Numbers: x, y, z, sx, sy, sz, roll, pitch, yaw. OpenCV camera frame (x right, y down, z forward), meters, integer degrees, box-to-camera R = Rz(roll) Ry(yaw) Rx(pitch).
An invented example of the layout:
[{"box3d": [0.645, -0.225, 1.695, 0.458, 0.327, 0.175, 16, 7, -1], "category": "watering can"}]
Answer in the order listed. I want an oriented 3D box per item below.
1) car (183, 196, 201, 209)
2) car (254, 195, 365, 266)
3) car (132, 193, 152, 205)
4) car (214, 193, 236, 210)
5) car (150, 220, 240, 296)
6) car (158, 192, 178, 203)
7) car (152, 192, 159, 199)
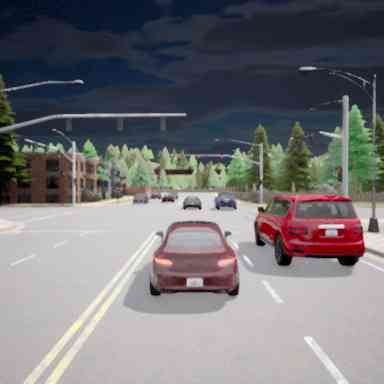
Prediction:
[{"box3d": [0.032, 1.131, 37.060, 1.994, 1.385, 4.181, 0, 1, 0], "category": "car"}, {"box3d": [3.557, 1.092, 11.136, 2.150, 2.045, 5.566, 0, 1, 0], "category": "car"}, {"box3d": [-7.165, 0.954, 46.943, 1.837, 1.490, 4.892, 0, 1, 0], "category": "car"}, {"box3d": [3.533, 0.931, 36.105, 2.097, 1.767, 4.553, 0, 1, 0], "category": "car"}, {"box3d": [0.049, 1.428, 8.261, 1.812, 1.442, 4.674, 0, 1, 0], "category": "car"}, {"box3d": [-3.648, 0.997, 51.727, 1.895, 1.301, 4.718, 0, 1, 0], "category": "car"}, {"box3d": [-7.119, 0.770, 66.687, 2.033, 1.411, 5.357, 0, 1, 0], "category": "car"}]
